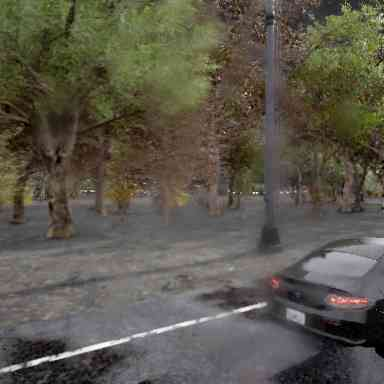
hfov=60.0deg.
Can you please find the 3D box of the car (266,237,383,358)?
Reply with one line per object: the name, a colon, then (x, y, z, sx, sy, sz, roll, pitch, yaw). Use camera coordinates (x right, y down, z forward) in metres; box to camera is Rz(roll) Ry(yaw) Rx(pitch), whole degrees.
car: (3.328, 1.532, 5.854, 4.674, 1.442, 1.812, 0, 0, -34)
